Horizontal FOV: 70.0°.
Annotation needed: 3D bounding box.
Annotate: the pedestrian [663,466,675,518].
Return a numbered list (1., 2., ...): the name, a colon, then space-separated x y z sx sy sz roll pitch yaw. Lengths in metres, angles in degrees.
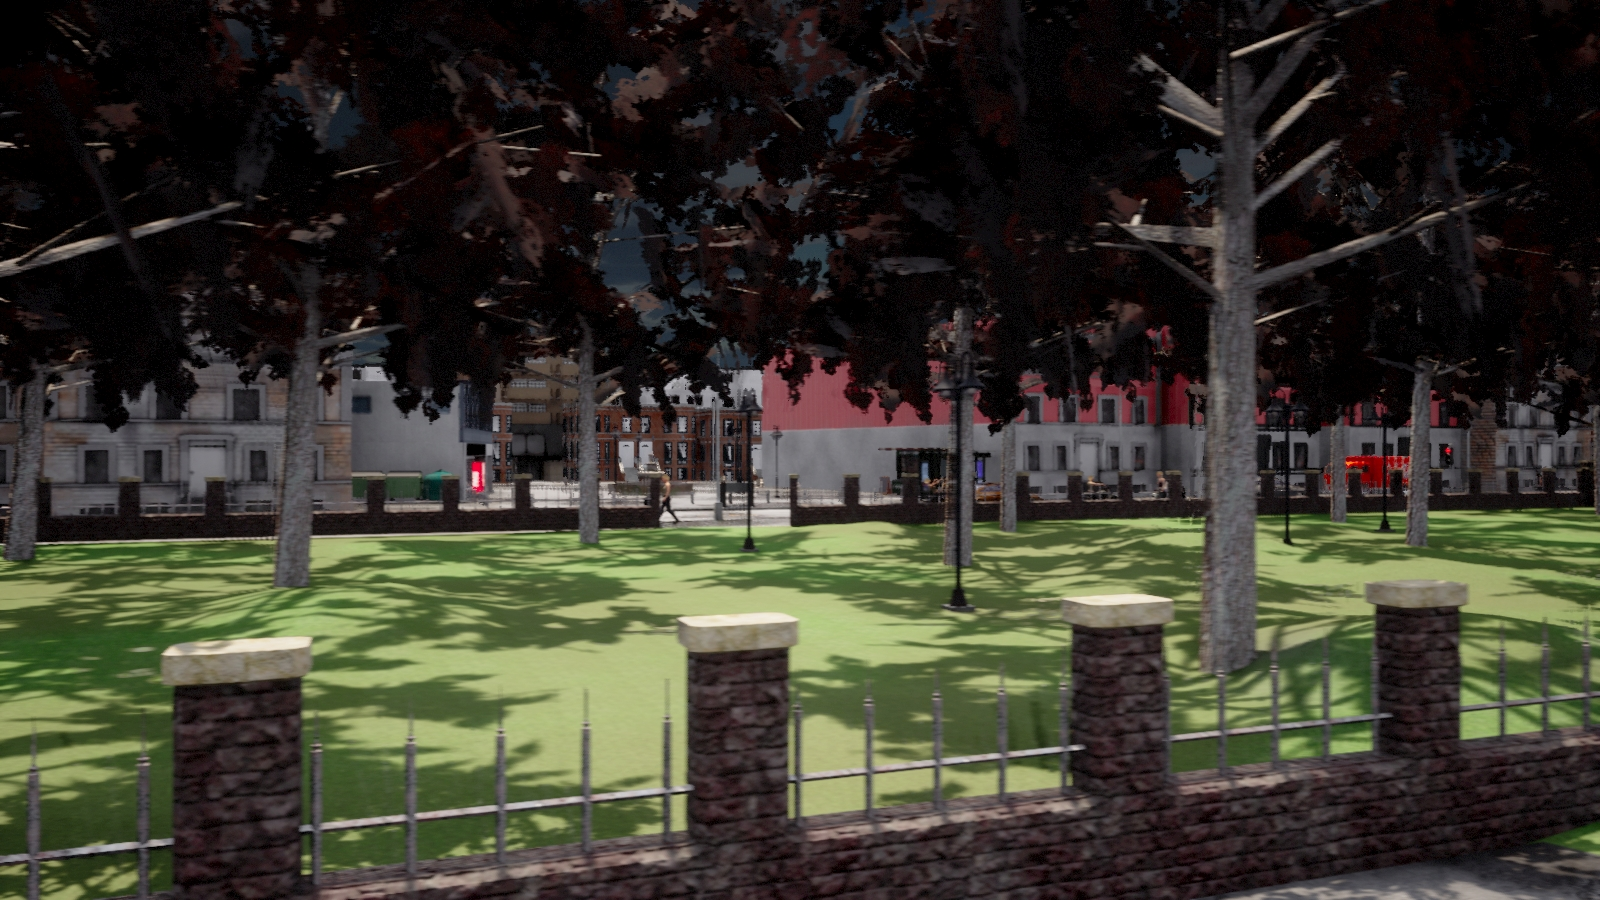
1. pedestrian: -4.729 1.523 41.243 0.375 1.860 0.375 0 0 -17

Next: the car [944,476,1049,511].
1. car: 8.760 1.911 50.971 4.181 1.385 1.994 -1 0 -20

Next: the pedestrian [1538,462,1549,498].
1. pedestrian: 37.803 1.527 58.106 0.375 1.860 0.375 0 0 13

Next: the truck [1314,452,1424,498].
1. truck: 31.649 1.348 63.549 5.204 2.467 2.627 0 0 -20

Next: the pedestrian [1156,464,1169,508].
1. pedestrian: 15.288 1.525 48.228 0.375 1.860 0.375 0 0 -19
